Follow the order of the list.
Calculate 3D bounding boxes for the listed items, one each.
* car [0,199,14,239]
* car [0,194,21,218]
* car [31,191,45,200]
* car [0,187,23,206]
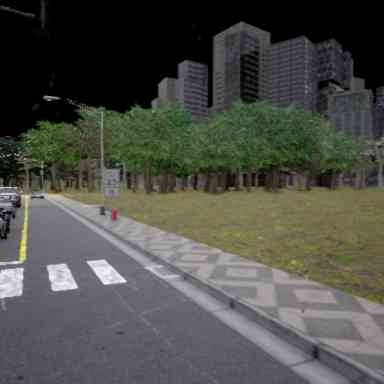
[{"bbox_3d":[-9.098,1.249,14.514,1.994,1.385,4.181,-1,1,-26],"label":"car"},{"bbox_3d":[-13.460,1.057,23.416,1.994,1.385,4.181,-1,1,-26],"label":"car"},{"bbox_3d":[-23.848,0.475,51.302,1.895,1.301,4.718,-1,1,-26],"label":"car"},{"bbox_3d":[-18.147,0.505,33.033,2.150,2.045,5.566,-1,1,-26],"label":"car"}]
